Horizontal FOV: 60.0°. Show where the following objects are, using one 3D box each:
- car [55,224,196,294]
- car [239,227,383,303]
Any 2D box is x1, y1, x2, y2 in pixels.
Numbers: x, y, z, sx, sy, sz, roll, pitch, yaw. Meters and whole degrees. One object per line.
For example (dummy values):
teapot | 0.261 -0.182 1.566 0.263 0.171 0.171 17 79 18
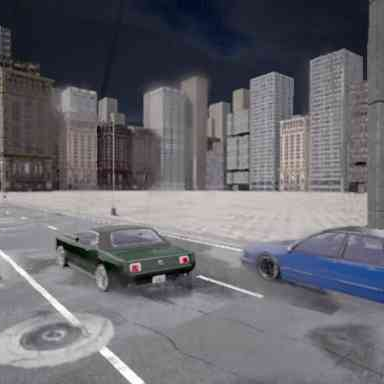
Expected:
car | -2.044 1.505 8.687 1.895 1.301 4.718 0 1 -38
car | 3.523 1.482 7.231 2.033 1.411 5.357 0 1 -38
